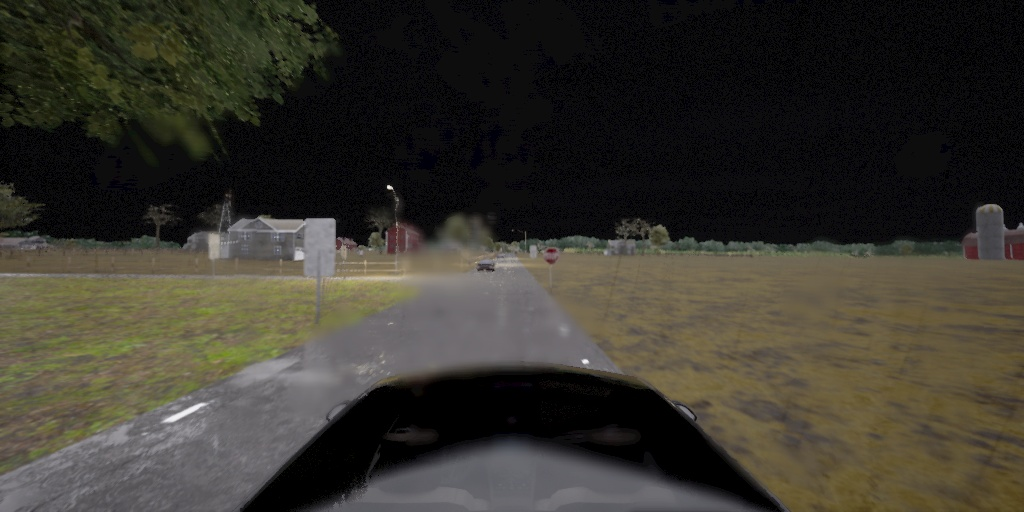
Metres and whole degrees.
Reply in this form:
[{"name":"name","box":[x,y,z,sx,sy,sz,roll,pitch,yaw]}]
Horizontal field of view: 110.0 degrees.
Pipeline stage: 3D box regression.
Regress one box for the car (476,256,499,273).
[{"name":"car","box":[-2.793,1.032,39.236,2.033,1.411,5.357,0,1,0]}]
